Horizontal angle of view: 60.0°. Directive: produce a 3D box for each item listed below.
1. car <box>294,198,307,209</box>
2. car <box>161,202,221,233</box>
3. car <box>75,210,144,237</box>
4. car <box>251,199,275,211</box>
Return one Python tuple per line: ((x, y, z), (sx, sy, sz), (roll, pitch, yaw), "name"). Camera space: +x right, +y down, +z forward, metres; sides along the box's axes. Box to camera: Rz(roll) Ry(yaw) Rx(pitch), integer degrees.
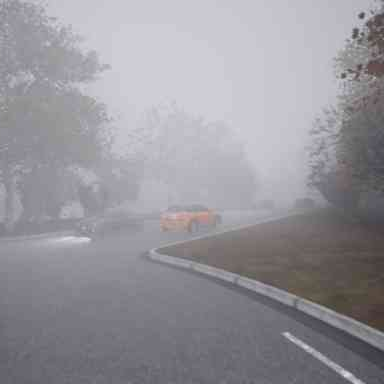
((15.691, 1.526, 46.728), (2.128, 1.511, 4.902), (-1, 0, 32), "car")
((0.071, 1.499, 20.930), (2.097, 1.767, 4.553), (-1, 0, 31), "car")
((-4.856, 1.798, 20.035), (1.994, 1.385, 4.181), (-1, 0, 34), "car")
((9.219, 1.636, 43.054), (1.837, 1.490, 4.892), (-1, -1, 31), "car")
